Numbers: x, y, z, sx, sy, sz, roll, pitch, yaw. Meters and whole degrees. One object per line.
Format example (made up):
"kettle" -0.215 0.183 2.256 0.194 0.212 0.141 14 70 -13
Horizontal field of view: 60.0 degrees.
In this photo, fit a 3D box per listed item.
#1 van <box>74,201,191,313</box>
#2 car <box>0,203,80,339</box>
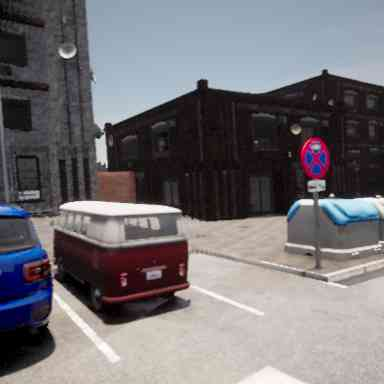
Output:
"van" -1.941 1.232 7.761 1.878 1.987 4.442 -1 0 -35
"car" -4.163 1.229 6.069 2.435 2.045 5.566 -1 0 -35
